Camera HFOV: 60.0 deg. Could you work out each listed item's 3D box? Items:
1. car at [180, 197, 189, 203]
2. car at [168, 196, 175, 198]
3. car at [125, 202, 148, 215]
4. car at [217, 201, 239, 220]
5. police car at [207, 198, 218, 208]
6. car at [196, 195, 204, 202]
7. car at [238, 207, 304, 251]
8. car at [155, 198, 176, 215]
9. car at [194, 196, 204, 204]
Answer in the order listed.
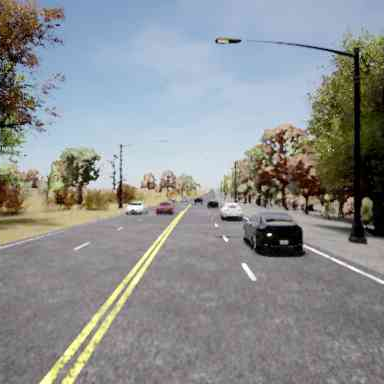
[{"bbox_3d":[-1.690,1.924,78.198,1.812,1.442,4.674,0,0,2],"label":"car"},{"bbox_3d":[-4.935,1.754,78.358,2.097,1.767,4.553,0,0,2],"label":"car"},{"bbox_3d":[-6.216,1.816,37.606,1.812,1.442,4.674,0,0,1],"label":"car"},{"bbox_3d":[3.609,1.768,30.792,1.812,1.442,4.674,0,0,1],"label":"car"},{"bbox_3d":[3.505,1.843,56.405,1.930,1.638,5.238,0,0,2],"label":"police car"},{"bbox_3d":[2.125,1.859,91.568,2.097,1.767,4.553,0,0,3],"label":"car"},{"bbox_3d":[3.416,1.624,14.671,1.837,1.490,4.892,0,-1,1],"label":"car"},{"bbox_3d":[-2.962,1.767,37.497,1.882,1.535,5.008,0,0,1],"label":"car"},{"bbox_3d":[1.402,1.874,74.141,1.837,1.490,4.892,0,0,2],"label":"car"}]
